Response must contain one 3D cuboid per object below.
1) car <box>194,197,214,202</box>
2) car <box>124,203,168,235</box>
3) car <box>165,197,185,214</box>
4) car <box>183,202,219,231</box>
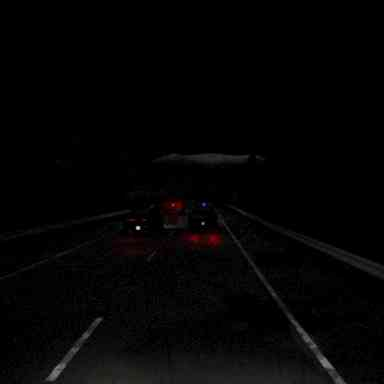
[{"bbox_3d":[1.457,1.599,40.991,2.150,2.045,5.566,0,-1,2],"label":"car"},{"bbox_3d":[-2.818,1.690,20.298,1.837,1.490,4.892,0,0,2],"label":"car"},{"bbox_3d":[-2.065,1.591,40.569,2.150,2.045,5.566,0,-1,2],"label":"car"},{"bbox_3d":[0.752,1.699,22.327,2.128,1.511,4.902,0,0,2],"label":"car"}]
